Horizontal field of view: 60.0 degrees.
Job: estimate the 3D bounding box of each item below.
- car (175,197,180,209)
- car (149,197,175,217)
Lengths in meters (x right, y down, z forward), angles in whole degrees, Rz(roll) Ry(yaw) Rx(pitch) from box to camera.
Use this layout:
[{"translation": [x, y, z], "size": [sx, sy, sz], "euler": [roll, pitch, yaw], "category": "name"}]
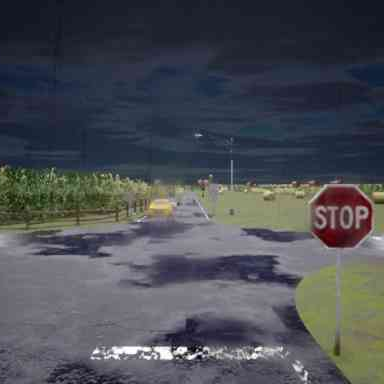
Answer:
[{"translation": [-2.905, 1.560, 41.224], "size": [1.895, 1.301, 4.718], "euler": [0, 0, 0], "category": "car"}, {"translation": [-2.884, 1.453, 31.219], "size": [1.882, 1.535, 5.008], "euler": [0, 0, 0], "category": "car"}]
